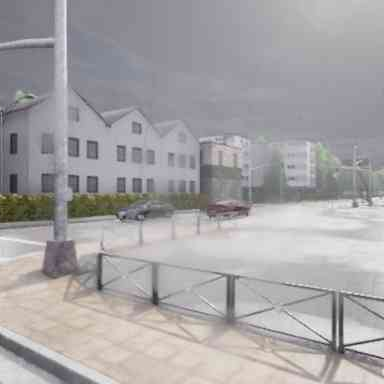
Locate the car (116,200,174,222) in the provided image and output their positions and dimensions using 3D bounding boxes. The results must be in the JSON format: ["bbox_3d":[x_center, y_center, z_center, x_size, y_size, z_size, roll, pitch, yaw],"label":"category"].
[{"bbox_3d":[-3.299,1.326,23.980,2.128,1.511,4.902,0,0,35],"label":"car"}]

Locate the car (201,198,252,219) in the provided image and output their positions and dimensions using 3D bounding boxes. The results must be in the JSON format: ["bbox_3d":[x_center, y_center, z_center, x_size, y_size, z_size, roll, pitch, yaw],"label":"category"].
[{"bbox_3d":[3.086,1.306,26.805,1.882,1.535,5.008,0,0,36],"label":"car"}]

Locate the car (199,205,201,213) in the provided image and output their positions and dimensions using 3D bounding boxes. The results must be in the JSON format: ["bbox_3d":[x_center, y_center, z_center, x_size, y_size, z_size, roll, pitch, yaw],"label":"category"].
[{"bbox_3d":[2.620,1.312,32.339,1.882,1.535,5.008,0,0,35],"label":"car"}]
